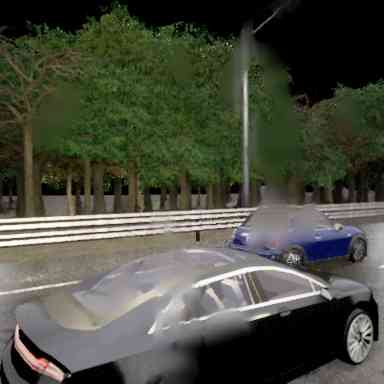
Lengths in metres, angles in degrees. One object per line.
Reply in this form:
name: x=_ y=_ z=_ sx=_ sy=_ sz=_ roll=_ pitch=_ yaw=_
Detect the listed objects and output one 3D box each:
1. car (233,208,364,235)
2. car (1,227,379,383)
car: x=3.345 y=1.317 z=10.215 sx=4.553 sy=1.767 sz=2.097 roll=0 pitch=0 yaw=-34
car: x=0.438 y=1.483 z=4.160 sx=4.902 sy=1.511 sz=2.128 roll=0 pitch=0 yaw=-35
